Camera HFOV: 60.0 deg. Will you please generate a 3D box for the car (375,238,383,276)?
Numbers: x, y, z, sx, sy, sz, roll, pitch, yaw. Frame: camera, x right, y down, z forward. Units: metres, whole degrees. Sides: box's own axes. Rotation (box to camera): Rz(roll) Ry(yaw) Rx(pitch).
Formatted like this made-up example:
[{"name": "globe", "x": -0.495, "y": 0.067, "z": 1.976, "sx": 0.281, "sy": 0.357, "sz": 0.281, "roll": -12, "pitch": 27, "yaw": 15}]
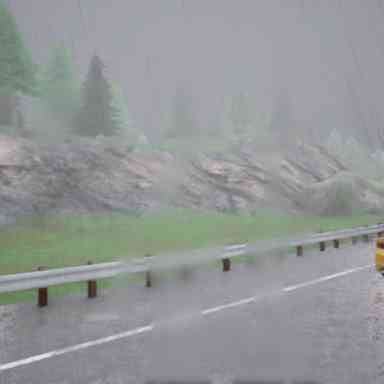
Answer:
[{"name": "car", "x": 6.858, "y": 1.484, "z": 9.045, "sx": 5.008, "sy": 1.535, "sz": 1.882, "roll": 0, "pitch": 0, "yaw": -38}]
